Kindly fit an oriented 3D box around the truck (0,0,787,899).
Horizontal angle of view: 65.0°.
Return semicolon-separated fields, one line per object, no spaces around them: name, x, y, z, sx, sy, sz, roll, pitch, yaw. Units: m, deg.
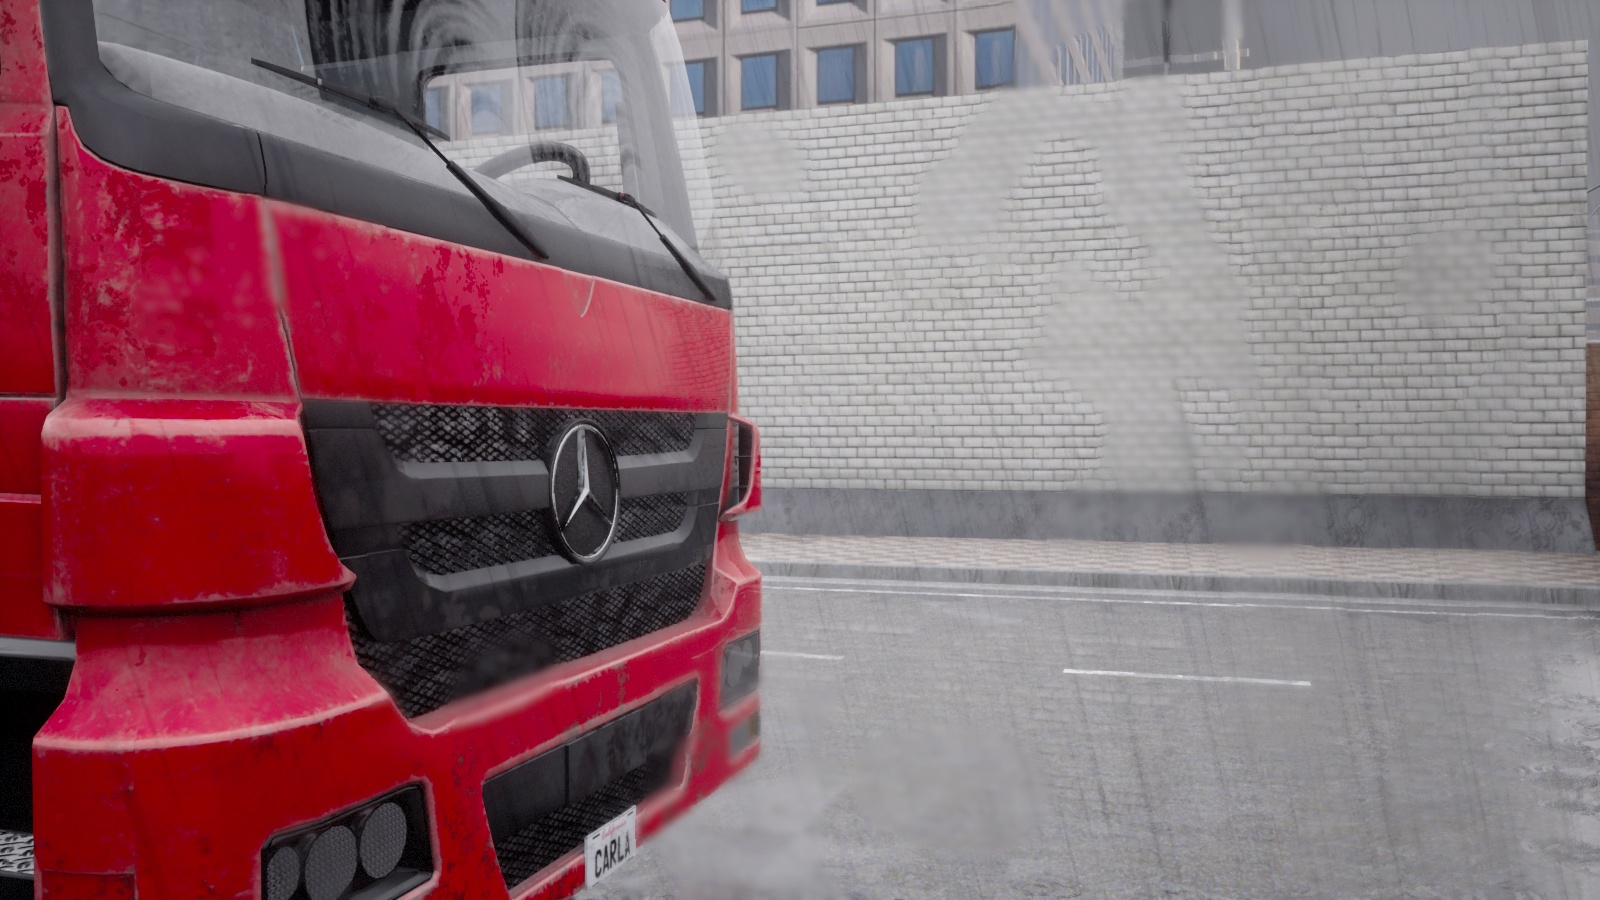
truck;-4.275;-0.245;4.614;7.936;3.462;2.891;1;1;19
